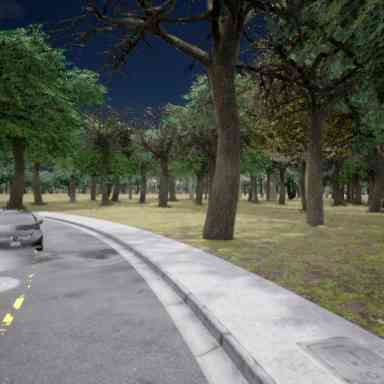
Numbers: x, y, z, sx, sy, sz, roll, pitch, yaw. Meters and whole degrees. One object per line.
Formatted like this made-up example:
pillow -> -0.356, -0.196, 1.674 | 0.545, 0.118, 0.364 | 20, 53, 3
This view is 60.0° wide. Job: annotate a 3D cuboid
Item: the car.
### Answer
car -> -7.062, 1.505, 13.380 | 1.812, 1.442, 4.674 | 0, 0, -27
